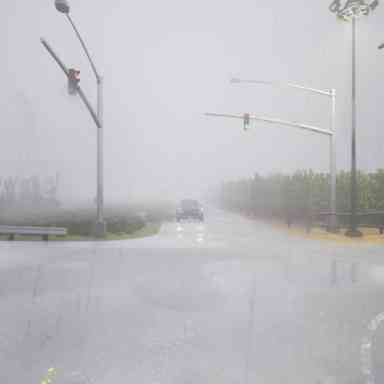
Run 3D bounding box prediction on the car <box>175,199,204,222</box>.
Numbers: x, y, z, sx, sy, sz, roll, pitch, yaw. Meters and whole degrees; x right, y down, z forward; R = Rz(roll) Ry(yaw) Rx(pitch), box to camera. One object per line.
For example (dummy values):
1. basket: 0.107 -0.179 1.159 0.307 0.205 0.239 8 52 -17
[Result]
1. car: -0.235 1.329 26.407 2.097 1.767 4.553 0 0 -3
